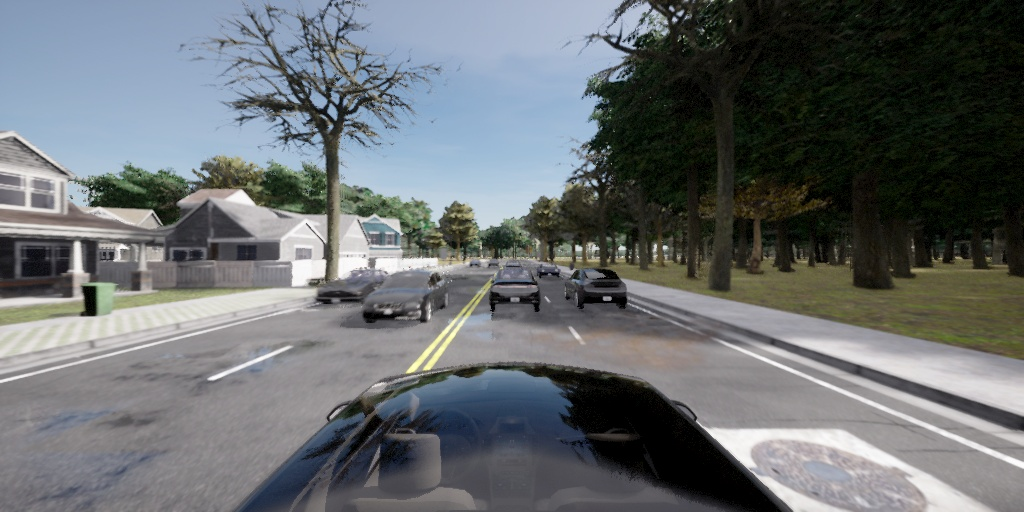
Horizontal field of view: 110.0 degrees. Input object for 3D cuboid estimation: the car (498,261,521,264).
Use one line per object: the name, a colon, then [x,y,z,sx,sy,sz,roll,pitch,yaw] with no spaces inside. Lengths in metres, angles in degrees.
car: [0.097,1.238,33.676,2.128,1.511,4.902,0,0,0]

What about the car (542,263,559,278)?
car: [3.348,1.348,34.061,1.895,1.301,4.718,0,0,0]

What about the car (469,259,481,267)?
car: [-6.507,1.289,63.765,2.033,1.411,5.357,0,0,0]

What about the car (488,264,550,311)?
car: [0.100,1.242,14.388,2.128,1.511,4.902,0,0,0]

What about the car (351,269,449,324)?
car: [-3.351,1.254,12.124,1.837,1.490,4.892,0,0,0]

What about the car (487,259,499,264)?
car: [-3.259,1.252,63.511,1.837,1.490,4.892,0,0,0]

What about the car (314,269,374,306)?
car: [-6.601,1.298,16.094,2.033,1.411,5.357,0,0,0]

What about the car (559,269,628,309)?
car: [3.348,1.255,15.023,1.837,1.490,4.892,0,0,0]
